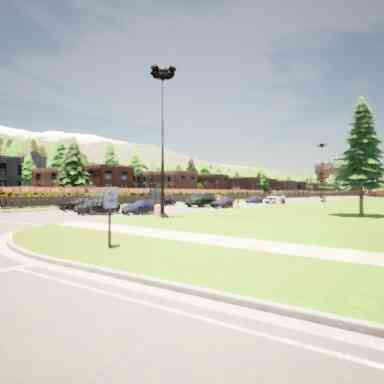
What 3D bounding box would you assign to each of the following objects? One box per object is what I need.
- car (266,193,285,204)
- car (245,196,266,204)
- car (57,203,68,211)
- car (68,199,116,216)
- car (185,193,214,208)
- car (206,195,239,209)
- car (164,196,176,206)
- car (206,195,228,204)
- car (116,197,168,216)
[{"bbox_3d":[15.365,1.149,61.244,2.150,2.045,5.566,0,0,35],"label":"car"},{"bbox_3d":[11.608,1.458,61.999,1.812,1.442,4.674,0,0,35],"label":"car"},{"bbox_3d":[-13.240,1.514,38.766,1.895,1.301,4.718,0,0,35],"label":"car"},{"bbox_3d":[-9.135,1.437,32.421,1.837,1.490,4.892,0,0,35],"label":"car"},{"bbox_3d":[1.306,1.154,47.362,2.150,2.045,5.566,0,0,35],"label":"car"},{"bbox_3d":[4.527,1.489,45.869,2.033,1.411,5.357,0,0,35],"label":"car"},{"bbox_3d":[-4.461,1.419,51.295,1.837,1.490,4.892,0,0,35],"label":"car"},{"bbox_3d":[4.859,1.393,64.542,1.882,1.535,5.008,0,0,35],"label":"car"},{"bbox_3d":[-4.813,1.467,32.500,1.812,1.442,4.674,0,0,35],"label":"car"}]
